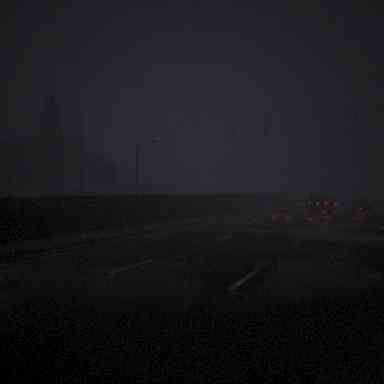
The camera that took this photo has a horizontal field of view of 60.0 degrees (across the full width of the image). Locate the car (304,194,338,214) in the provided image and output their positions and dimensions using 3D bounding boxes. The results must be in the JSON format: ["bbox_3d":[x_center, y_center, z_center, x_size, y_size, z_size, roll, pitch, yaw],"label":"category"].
[{"bbox_3d":[13.655,1.221,35.042,2.150,2.045,5.566,0,0,29],"label":"car"}]

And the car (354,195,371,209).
[{"bbox_3d":[24.193,1.352,47.093,2.097,1.767,4.553,0,0,28],"label":"car"}]

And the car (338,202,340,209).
[{"bbox_3d":[18.220,1.601,43.528,1.895,1.301,4.718,0,0,29],"label":"car"}]

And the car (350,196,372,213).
[{"bbox_3d":[19.294,1.505,37.990,1.837,1.490,4.892,0,0,28],"label":"car"}]

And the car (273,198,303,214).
[{"bbox_3d":[10.235,1.478,35.928,1.882,1.535,5.008,0,0,28],"label":"car"}]
